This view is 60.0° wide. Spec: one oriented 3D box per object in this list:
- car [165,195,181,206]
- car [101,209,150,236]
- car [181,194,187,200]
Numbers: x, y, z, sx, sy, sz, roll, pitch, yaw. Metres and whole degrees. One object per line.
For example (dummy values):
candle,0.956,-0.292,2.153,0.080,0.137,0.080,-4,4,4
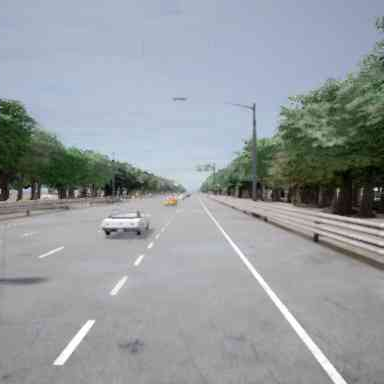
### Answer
car,-3.334,1.510,55.319,1.882,1.535,5.008,0,0,0
car,-3.484,1.604,18.431,1.895,1.301,4.718,0,0,0
car,-3.016,1.575,94.511,1.812,1.442,4.674,0,0,1
